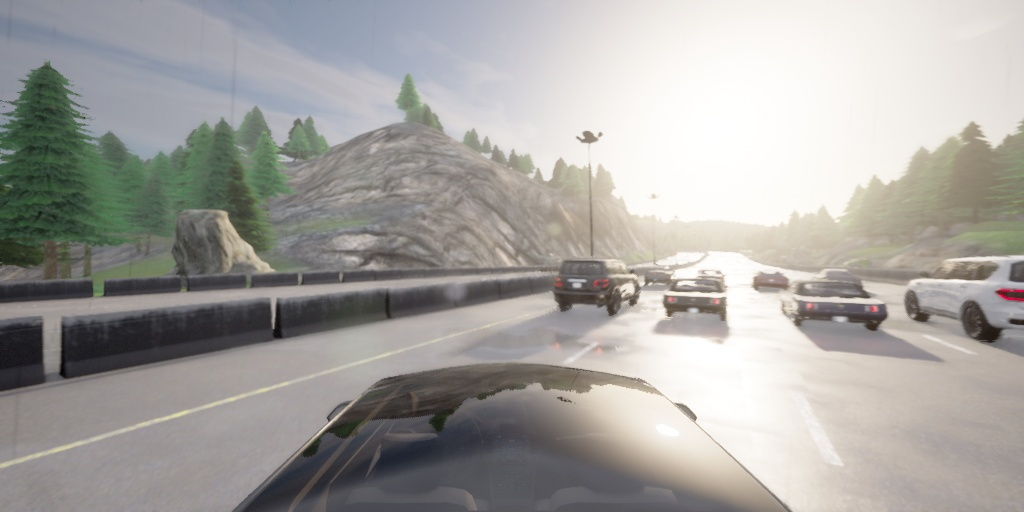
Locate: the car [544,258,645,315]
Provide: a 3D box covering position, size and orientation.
[{"bbox_3d":[3.609,1.115,14.610,2.150,2.045,5.566,-1,-1,31],"label":"car"}]

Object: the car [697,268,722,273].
[{"bbox_3d":[13.714,1.566,24.863,2.033,1.411,5.357,-1,-1,31],"label":"car"}]

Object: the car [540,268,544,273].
[{"bbox_3d":[6.496,2.199,60.972,1.895,1.301,4.718,-1,-1,31],"label":"car"}]

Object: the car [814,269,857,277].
[{"bbox_3d":[20.969,1.537,23.335,1.994,1.385,4.181,-1,-1,31],"label":"car"}]

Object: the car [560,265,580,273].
[{"bbox_3d":[9.646,2.128,59.446,1.994,1.385,4.181,-1,-1,31],"label":"car"}]

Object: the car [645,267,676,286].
[{"bbox_3d":[11.793,1.572,28.452,2.128,1.511,4.902,-1,-1,31],"label":"car"}]

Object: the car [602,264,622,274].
[{"bbox_3d":[15.731,2.018,56.004,1.812,1.442,4.674,-1,-1,31],"label":"car"}]

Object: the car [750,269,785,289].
[{"bbox_3d":[17.965,1.574,25.132,1.994,1.385,4.181,-1,-1,31],"label":"car"}]

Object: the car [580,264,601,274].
[{"bbox_3d":[12.616,2.053,57.606,1.812,1.442,4.674,-1,-1,31],"label":"car"}]

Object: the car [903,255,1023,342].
[{"bbox_3d":[12.696,1.005,9.349,2.150,2.045,5.566,-1,-1,31],"label":"car"}]

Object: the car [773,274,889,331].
[{"bbox_3d":[9.892,1.425,11.466,1.895,1.301,4.718,-1,-1,31],"label":"car"}]

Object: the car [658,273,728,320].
[{"bbox_3d":[6.877,1.462,13.241,1.895,1.301,4.718,-1,-1,31],"label":"car"}]
